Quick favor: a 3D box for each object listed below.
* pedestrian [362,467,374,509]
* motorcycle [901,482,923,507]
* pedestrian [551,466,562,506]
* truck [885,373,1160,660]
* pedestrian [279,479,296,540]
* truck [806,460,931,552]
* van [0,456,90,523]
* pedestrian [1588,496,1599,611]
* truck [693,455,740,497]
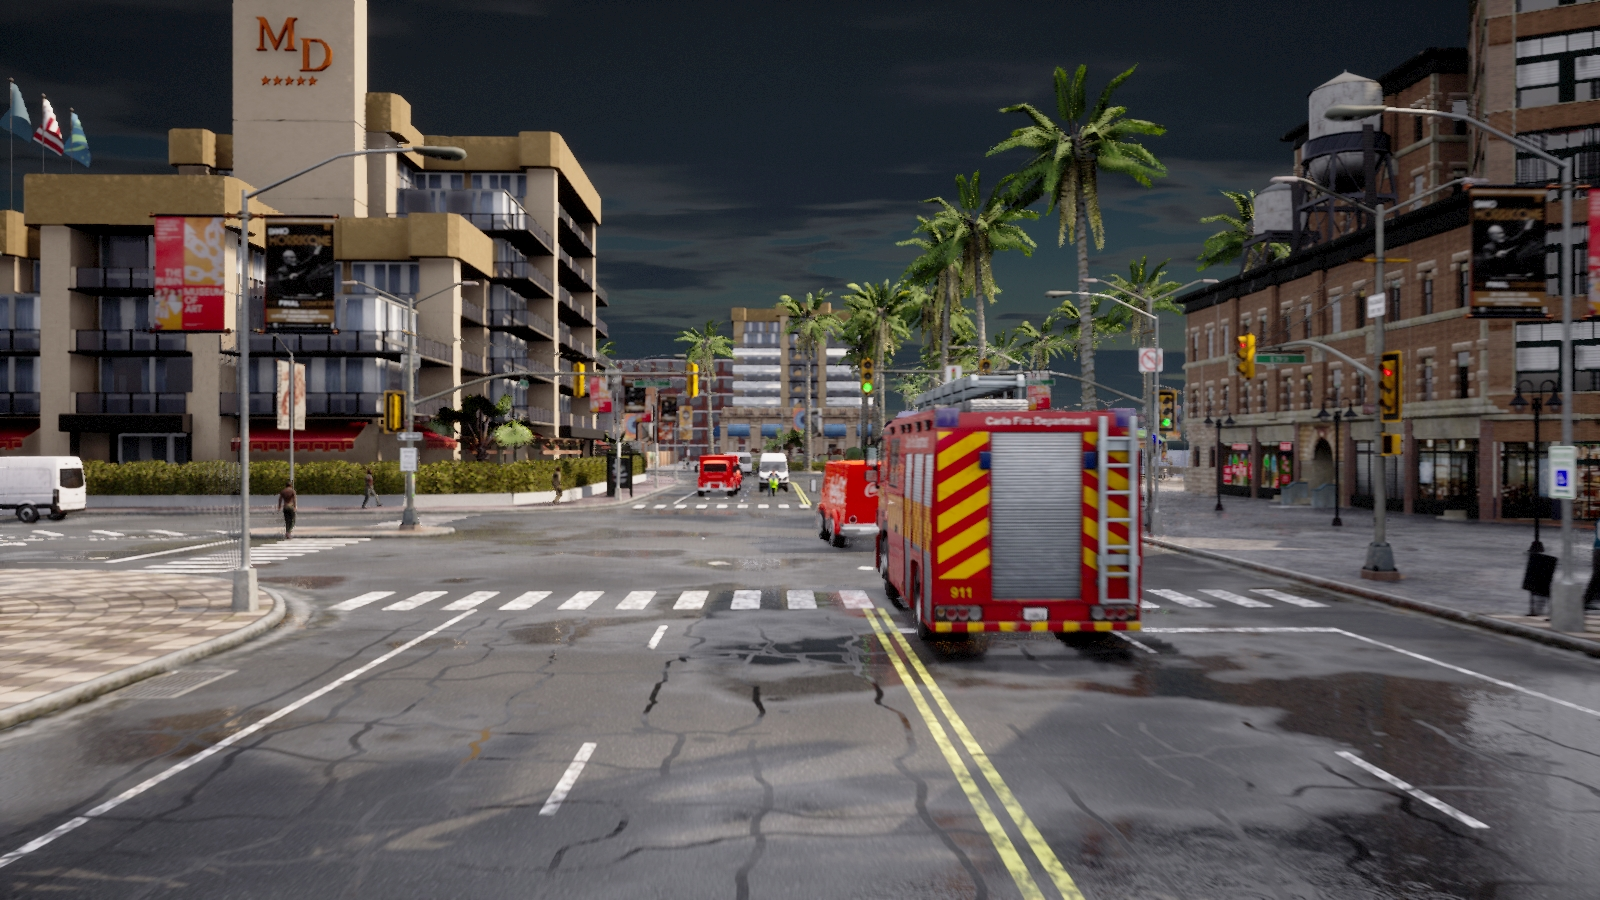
[{"bbox_3d":[-19.199,1.699,50.775,0.375,1.860,0.375,0,0,15],"label":"pedestrian"},{"bbox_3d":[5.533,2.212,56.552,0.803,1.145,2.033,0,0,-1],"label":"motorcycle"},{"bbox_3d":[-11.448,1.699,53.647,0.375,1.860,0.375,0,0,45],"label":"pedestrian"},{"bbox_3d":[3.303,0.890,19.542,2.891,3.827,8.468,0,0,-1],"label":"truck"},{"bbox_3d":[-15.922,1.851,35.504,0.375,1.860,0.375,0,0,-2],"label":"pedestrian"},{"bbox_3d":[1.925,1.568,34.277,2.627,2.467,5.204,0,0,-10],"label":"truck"},{"bbox_3d":[-31.469,1.539,44.841,5.915,2.561,1.988,0,0,-2],"label":"van"},{"bbox_3d":[13.162,1.696,18.691,0.375,1.860,0.375,0,0,44],"label":"pedestrian"},{"bbox_3d":[-5.131,1.566,70.736,2.627,2.467,5.204,0,0,-1],"label":"truck"}]
